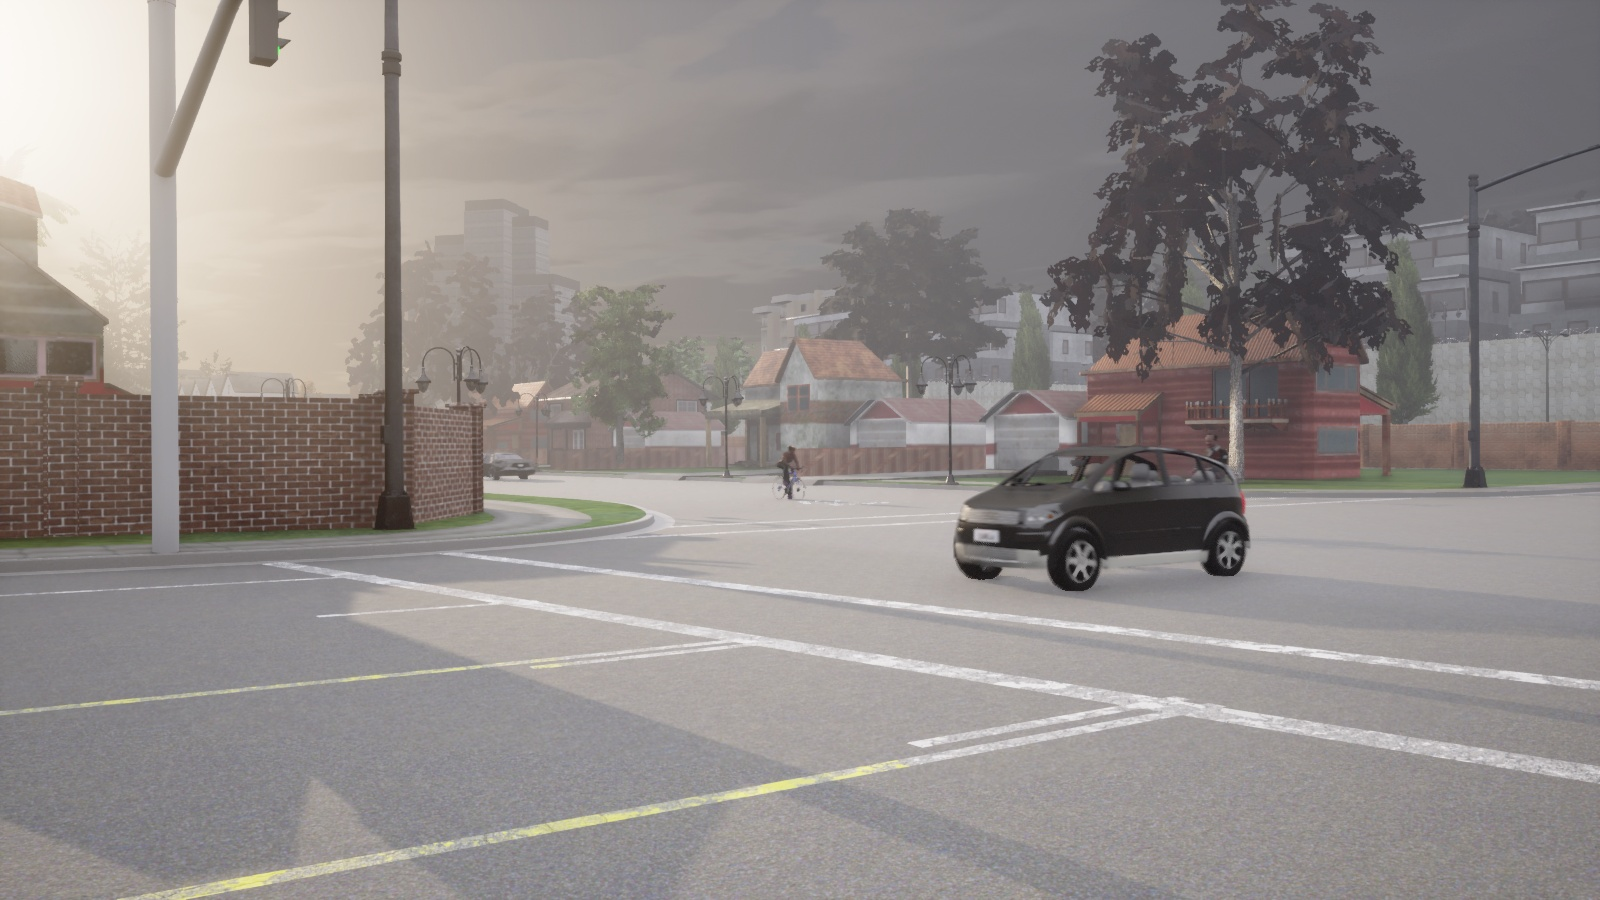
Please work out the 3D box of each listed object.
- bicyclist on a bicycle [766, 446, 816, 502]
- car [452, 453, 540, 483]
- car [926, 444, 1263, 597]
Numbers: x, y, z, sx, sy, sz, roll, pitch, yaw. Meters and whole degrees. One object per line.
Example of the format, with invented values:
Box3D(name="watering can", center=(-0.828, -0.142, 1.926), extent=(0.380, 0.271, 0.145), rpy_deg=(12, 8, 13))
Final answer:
Box3D(name="bicyclist on a bicycle", center=(-0.280, 0.696, 37.038), extent=(0.582, 1.620, 1.656), rpy_deg=(-1, 1, -36))
Box3D(name="car", center=(-15.272, 0.860, 62.934), extent=(2.033, 1.411, 5.357), rpy_deg=(-1, 0, -41))
Box3D(name="car", center=(3.467, 0.719, 14.603), extent=(3.705, 1.549, 1.789), rpy_deg=(0, 0, -35))
